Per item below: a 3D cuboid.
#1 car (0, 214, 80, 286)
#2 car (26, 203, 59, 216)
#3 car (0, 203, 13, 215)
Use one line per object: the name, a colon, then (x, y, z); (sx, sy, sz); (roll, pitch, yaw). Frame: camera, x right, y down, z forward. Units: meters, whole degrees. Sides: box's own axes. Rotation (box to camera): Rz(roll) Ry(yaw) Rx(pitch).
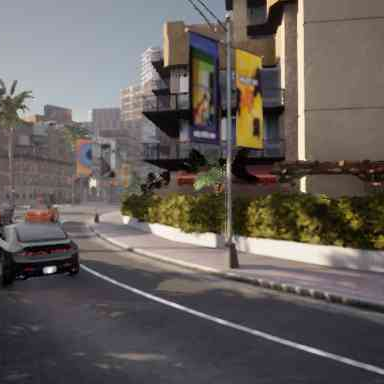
car: (-4.877, 1.650, 10.053); (1.837, 1.490, 4.892); (0, 0, -36)
car: (-12.683, 1.748, 28.403); (2.097, 1.767, 4.553); (0, -1, -14)
car: (-15.947, 1.907, 26.994); (1.837, 1.490, 4.892); (-1, 0, -14)
